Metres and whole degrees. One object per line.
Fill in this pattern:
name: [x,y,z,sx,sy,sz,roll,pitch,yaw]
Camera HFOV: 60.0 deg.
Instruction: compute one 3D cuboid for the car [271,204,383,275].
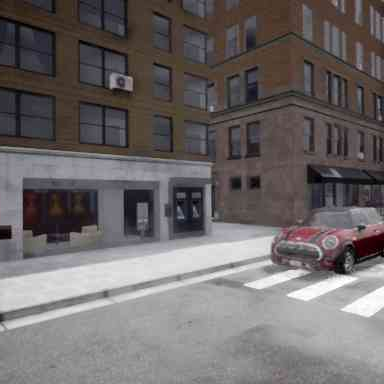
car: [4.447,1.290,10.336,4.553,1.767,2.097,-1,-1,-41]
